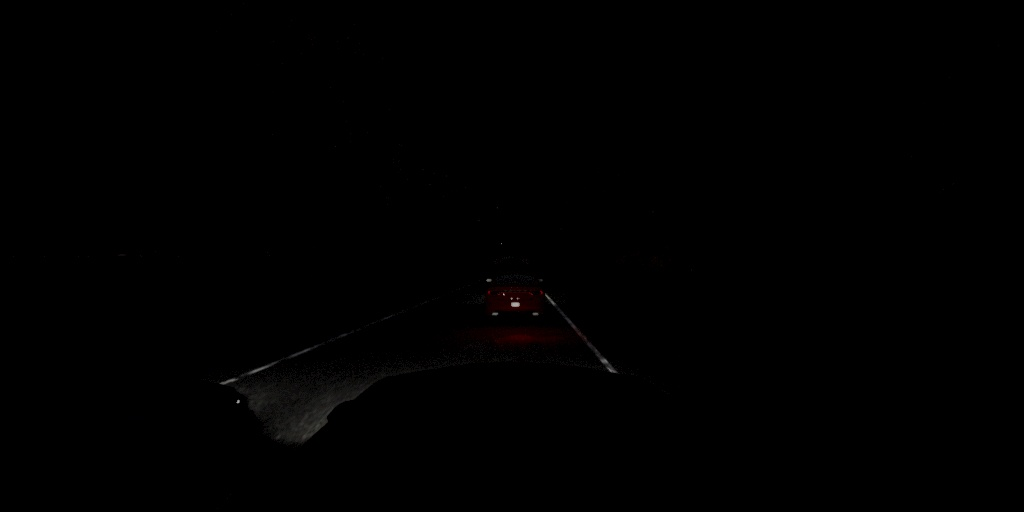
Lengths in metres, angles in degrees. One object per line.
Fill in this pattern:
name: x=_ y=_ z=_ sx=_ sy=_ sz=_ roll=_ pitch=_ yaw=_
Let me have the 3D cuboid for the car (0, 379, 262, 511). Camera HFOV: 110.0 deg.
car: x=-3.146 y=1.276 z=1.181 sx=1.812 sy=1.442 sz=4.674 roll=0 pitch=0 yaw=2

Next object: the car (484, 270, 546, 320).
car: x=0.099 y=1.230 z=12.679 sx=1.882 sy=1.535 sz=5.008 roll=0 pitch=0 yaw=0
